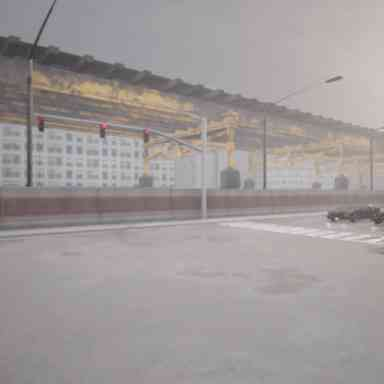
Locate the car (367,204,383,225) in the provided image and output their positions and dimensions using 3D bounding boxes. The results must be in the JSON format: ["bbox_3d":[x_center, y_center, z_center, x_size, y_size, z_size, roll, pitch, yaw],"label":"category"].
[{"bbox_3d":[14.469,1.619,22.922,4.718,1.301,1.895,0,0,-33],"label":"car"}]

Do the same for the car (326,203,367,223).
[{"bbox_3d":[12.780,1.566,26.002,5.357,1.411,2.033,0,0,-35],"label":"car"}]
